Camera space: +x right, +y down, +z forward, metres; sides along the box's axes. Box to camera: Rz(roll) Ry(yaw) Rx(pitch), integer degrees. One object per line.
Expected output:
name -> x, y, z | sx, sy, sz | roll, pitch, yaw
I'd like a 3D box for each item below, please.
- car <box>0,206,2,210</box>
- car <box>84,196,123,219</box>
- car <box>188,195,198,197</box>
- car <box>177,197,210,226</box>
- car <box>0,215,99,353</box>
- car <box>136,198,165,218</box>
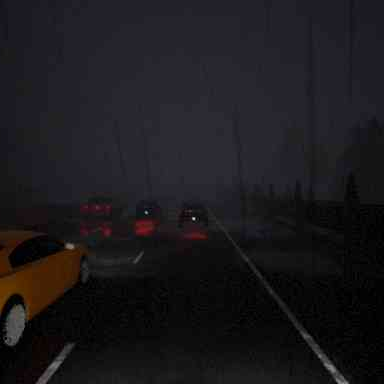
car -> -13.998, 1.307, 20.824 | 1.882, 1.535, 5.008 | 0, 0, 0
car -> -6.900, 1.129, 26.334 | 2.097, 1.767, 4.553 | 0, 1, 0
car -> 0.099, 1.148, 41.149 | 1.812, 1.442, 4.674 | 0, 1, 0
car -> 0.100, 1.316, 21.923 | 1.837, 1.490, 4.892 | 0, 0, 0
car -> -3.400, 1.426, 6.066 | 1.882, 1.535, 5.008 | 0, 0, 0
car -> -3.400, 1.271, 27.217 | 1.837, 1.490, 4.892 | 0, 0, 0
